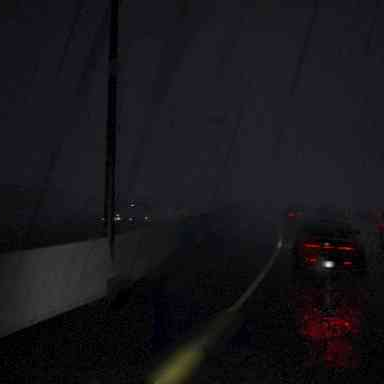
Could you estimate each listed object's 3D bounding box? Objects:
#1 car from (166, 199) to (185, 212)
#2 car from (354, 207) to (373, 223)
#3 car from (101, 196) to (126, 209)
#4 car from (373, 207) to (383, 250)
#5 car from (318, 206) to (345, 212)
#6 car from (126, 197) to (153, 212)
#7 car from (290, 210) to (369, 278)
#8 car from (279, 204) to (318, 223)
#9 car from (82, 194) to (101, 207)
[{"bbox_3d":[-1.772,1.427,36.941,1.994,1.385,4.181,2,0,0],"label":"car"},{"bbox_3d":[15.366,1.926,28.047,1.895,1.301,4.718,1,0,6],"label":"car"},{"bbox_3d":[-8.729,1.171,39.005,2.128,1.511,4.902,2,0,-3],"label":"car"},{"bbox_3d":[8.425,1.408,12.024,2.150,2.045,5.566,2,0,18],"label":"car"},{"bbox_3d":[11.947,1.836,28.856,1.895,1.301,4.718,1,0,6],"label":"car"},{"bbox_3d":[-5.267,1.282,35.335,1.837,1.490,4.892,2,0,1],"label":"car"},{"bbox_3d":[4.270,1.588,10.701,1.837,1.490,4.892,2,0,20],"label":"car"},{"bbox_3d":[8.157,1.691,26.448,2.033,1.411,5.357,2,0,8],"label":"car"},{"bbox_3d":[-12.353,1.057,41.766,1.882,1.535,5.008,2,0,-5],"label":"car"}]
